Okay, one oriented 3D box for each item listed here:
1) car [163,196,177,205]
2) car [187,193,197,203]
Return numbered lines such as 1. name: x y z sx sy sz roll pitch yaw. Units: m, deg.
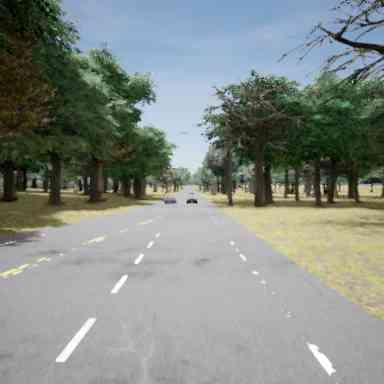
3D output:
1. car: -3.499 1.286 54.104 1.994 1.385 4.181 0 0 0
2. car: 0.001 1.300 58.729 1.895 1.301 4.718 0 1 0
